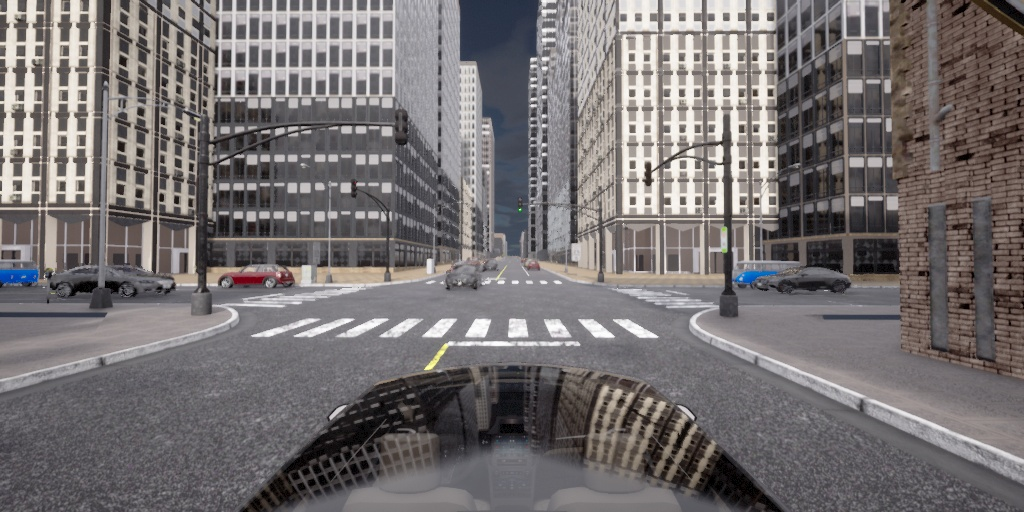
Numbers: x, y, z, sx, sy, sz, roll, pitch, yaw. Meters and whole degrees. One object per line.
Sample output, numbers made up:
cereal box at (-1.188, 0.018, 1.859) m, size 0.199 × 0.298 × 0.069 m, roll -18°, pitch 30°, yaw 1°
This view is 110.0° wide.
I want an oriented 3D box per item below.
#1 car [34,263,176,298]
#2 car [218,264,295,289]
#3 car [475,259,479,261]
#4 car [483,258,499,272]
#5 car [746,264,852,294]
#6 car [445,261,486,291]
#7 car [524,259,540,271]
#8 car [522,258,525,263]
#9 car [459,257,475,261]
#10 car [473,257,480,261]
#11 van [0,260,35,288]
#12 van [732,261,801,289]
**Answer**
car at (-19.001, 1.187, 17.209) m, size 4.902 × 1.511 × 2.128 m, roll 0°, pitch -1°, yaw 0°
car at (-16.366, 1.252, 22.963) m, size 4.097 × 1.591 × 1.967 m, roll 0°, pitch 0°, yaw 0°
car at (-5.436, 1.340, 43.908) m, size 1.802 × 1.307 × 4.207 m, roll 0°, pitch 0°, yaw 0°
car at (-2.728, 1.269, 46.903) m, size 1.837 × 1.490 × 4.892 m, roll 0°, pitch 0°, yaw 0°
car at (16.243, 1.342, 20.115) m, size 4.674 × 1.442 × 1.812 m, roll 0°, pitch -1°, yaw 0°
car at (-2.879, 1.283, 22.162) m, size 1.837 × 1.490 × 4.892 m, roll 0°, pitch 0°, yaw 0°
car at (2.979, 1.342, 49.494) m, size 1.802 × 1.307 × 4.207 m, roll 0°, pitch 0°, yaw 0°
car at (3.048, 1.288, 60.820) m, size 1.751 × 1.417 × 4.829 m, roll 0°, pitch 0°, yaw 0°
car at (-5.470, 1.197, 38.333) m, size 1.967 × 1.591 × 4.097 m, roll 0°, pitch 0°, yaw 0°
car at (-5.402, 1.074, 49.483) m, size 2.192 × 1.841 × 5.009 m, roll 0°, pitch 0°, yaw 0°
van at (-33.311, 1.129, 23.103) m, size 3.998 × 1.789 × 1.690 m, roll 0°, pitch 0°, yaw 0°
van at (16.107, 1.207, 22.691) m, size 3.998 × 1.789 × 1.690 m, roll 0°, pitch 0°, yaw 0°
